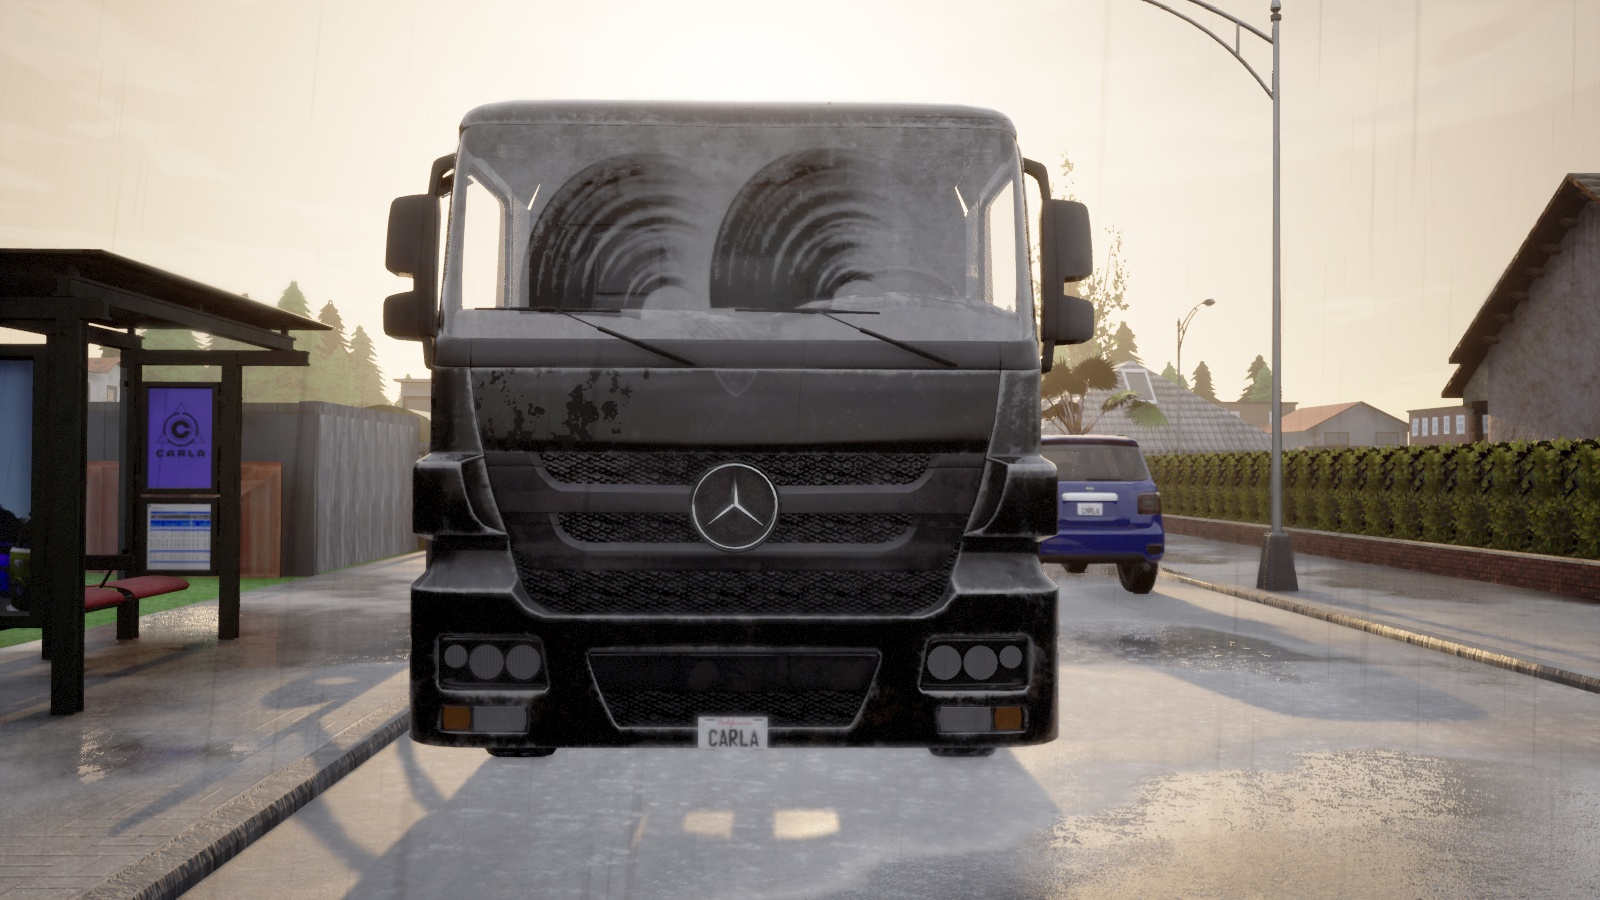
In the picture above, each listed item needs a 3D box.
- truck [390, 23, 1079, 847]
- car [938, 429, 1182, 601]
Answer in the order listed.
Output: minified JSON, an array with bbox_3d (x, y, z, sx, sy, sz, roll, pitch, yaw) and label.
[{"bbox_3d":[-0.345,-0.011,9.266,2.891,3.462,7.936,0,-1,-1],"label":"truck"},{"bbox_3d":[3.414,0.818,17.809,2.150,2.045,5.566,0,-1,-2],"label":"car"}]
